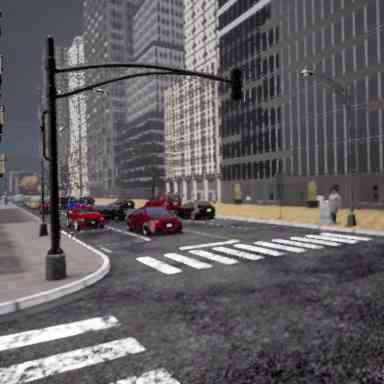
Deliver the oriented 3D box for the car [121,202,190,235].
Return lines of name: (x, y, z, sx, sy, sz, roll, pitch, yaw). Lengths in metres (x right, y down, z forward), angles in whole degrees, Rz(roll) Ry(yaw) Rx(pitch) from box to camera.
car: (-2.172, 1.520, 18.623, 1.994, 1.385, 4.181, -2, 1, -31)

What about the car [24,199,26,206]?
car: (-23.855, 1.664, 50.054, 1.752, 1.417, 4.829, -2, 1, -31)

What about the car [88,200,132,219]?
car: (-6.655, 1.581, 26.172, 1.895, 1.301, 4.718, -2, 1, -31)

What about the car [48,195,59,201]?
car: (-36.486, 1.614, 87.716, 2.008, 1.369, 4.403, -2, 1, -31)

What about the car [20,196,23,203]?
car: (-26.762, 1.723, 54.948, 1.947, 1.339, 4.313, -2, 1, -31)

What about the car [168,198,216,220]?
car: (0.189, 1.382, 25.992, 1.947, 1.339, 4.313, -1, 1, -31)

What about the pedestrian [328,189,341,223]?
pedestrian: (7.946, 0.756, 18.666, 0.375, 1.860, 0.375, -1, 0, -31)

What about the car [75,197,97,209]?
car: (-14.548, 1.463, 45.610, 1.837, 1.490, 4.892, -2, 1, -30)

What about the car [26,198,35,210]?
car: (-21.033, 1.646, 45.306, 1.752, 1.417, 4.829, -1, 1, -31)

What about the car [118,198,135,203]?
car: (-8.275, 1.430, 40.235, 1.947, 1.339, 4.313, -2, 1, -31)

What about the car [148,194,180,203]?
car: (-2.637, 1.146, 30.738, 2.192, 1.841, 5.009, -1, 1, -31)

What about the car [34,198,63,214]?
car: (-15.477, 1.632, 35.956, 1.887, 1.381, 4.507, -1, 1, -31)

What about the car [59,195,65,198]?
car: (-17.248, 1.546, 44.094, 1.837, 1.490, 4.892, -2, 1, -30)

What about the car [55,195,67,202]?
car: (-30.846, 1.459, 78.218, 1.967, 1.590, 4.097, -2, 1, -31)

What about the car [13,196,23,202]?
car: (-43.689, 1.831, 83.436, 1.887, 1.381, 4.507, -2, 1, -31)

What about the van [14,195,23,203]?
van: (-40.873, 1.605, 78.686, 1.690, 1.788, 3.998, -2, 1, -31)

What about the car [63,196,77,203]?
car: (-25.202, 1.540, 68.724, 1.947, 1.339, 4.313, -2, 1, -31)

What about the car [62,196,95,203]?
car: (-11.964, 1.488, 35.120, 1.882, 1.535, 5.008, -2, 1, -31)

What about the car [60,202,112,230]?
car: (-7.013, 1.583, 21.713, 1.887, 1.381, 4.507, -1, 1, -31)

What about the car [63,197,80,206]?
car: (-19.717, 1.517, 54.219, 1.812, 1.442, 4.674, -2, 1, -31)
